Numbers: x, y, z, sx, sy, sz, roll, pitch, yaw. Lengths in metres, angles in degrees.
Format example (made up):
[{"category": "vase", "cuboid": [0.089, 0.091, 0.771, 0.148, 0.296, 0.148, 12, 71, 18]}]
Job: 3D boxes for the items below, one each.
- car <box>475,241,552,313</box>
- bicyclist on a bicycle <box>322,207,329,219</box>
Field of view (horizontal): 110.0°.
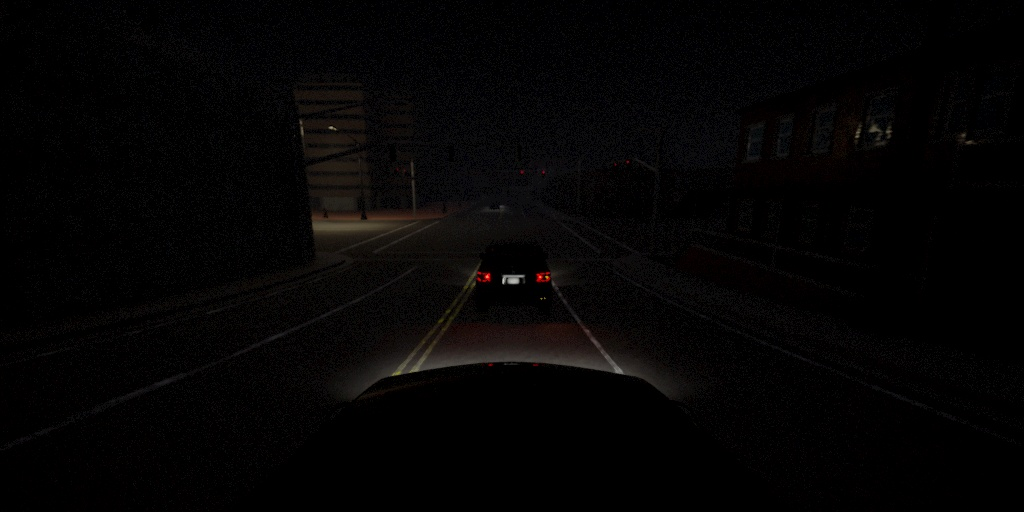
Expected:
[{"category": "car", "cuboid": [0.063, 0.498, 11.912, 2.150, 2.045, 5.566, 0, 5, 0]}, {"category": "bicyclist on a bicycle", "cuboid": [-25.254, -5.791, 48.441, 0.582, 1.620, 1.656, 0, 11, 0]}]
